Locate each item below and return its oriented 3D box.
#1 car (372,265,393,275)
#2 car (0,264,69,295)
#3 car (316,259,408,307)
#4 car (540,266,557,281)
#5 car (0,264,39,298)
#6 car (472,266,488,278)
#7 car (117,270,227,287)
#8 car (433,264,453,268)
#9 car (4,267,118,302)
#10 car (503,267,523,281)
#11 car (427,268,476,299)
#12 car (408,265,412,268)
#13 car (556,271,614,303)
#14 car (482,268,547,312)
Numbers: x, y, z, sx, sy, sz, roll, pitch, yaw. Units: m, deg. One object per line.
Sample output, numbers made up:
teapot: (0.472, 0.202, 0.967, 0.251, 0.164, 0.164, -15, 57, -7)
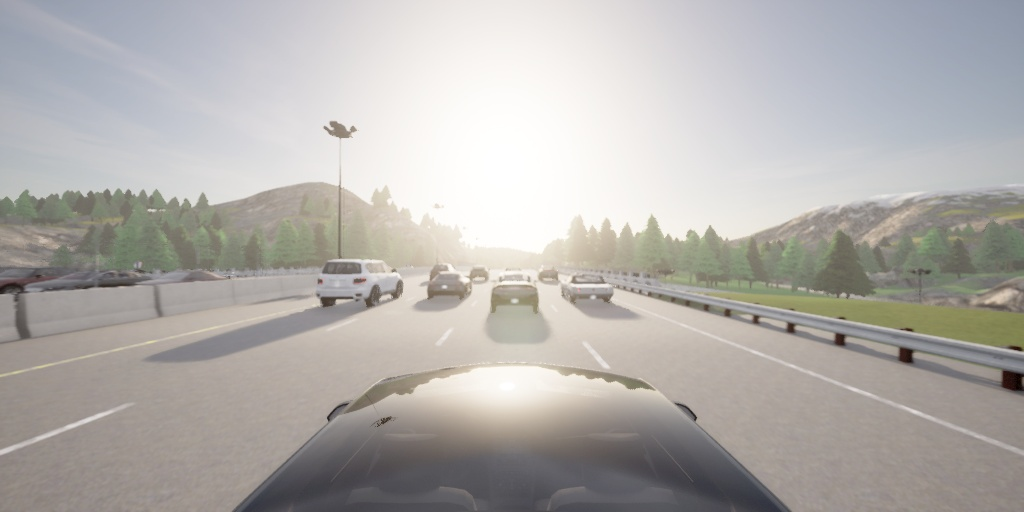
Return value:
car: (-21.012, 2.240, 58.378, 1.812, 1.442, 4.674, 0, -2, 1)
car: (-24.591, 1.311, 18.356, 2.097, 1.767, 4.553, 0, -1, 0)
car: (-6.888, 1.172, 16.814, 2.150, 2.045, 5.566, 0, 0, 0)
car: (3.617, 1.727, 36.834, 2.128, 1.511, 4.902, 0, -1, 0)
car: (-28.092, 1.307, 18.226, 2.097, 1.767, 4.553, 0, -1, 0)
car: (-3.382, 1.752, 37.840, 1.837, 1.490, 4.892, 0, -1, 0)
car: (-17.592, 1.500, 19.249, 1.812, 1.442, 4.674, 0, -1, 0)
car: (-6.884, 1.573, 36.352, 2.097, 1.767, 4.553, 0, -1, 0)
car: (-21.093, 1.450, 18.184, 2.128, 1.511, 4.902, 0, -1, 0)
car: (0.118, 1.835, 36.908, 1.895, 1.301, 4.718, 0, -1, 0)
car: (-3.393, 1.557, 20.056, 1.994, 1.385, 4.181, 0, -1, 0)
car: (-17.510, 2.278, 59.626, 1.812, 1.442, 4.674, 0, -2, 1)
car: (3.606, 1.573, 18.144, 1.895, 1.301, 4.718, 0, -1, 0)
car: (0.102, 1.422, 15.197, 2.128, 1.511, 4.902, 0, -1, 0)
